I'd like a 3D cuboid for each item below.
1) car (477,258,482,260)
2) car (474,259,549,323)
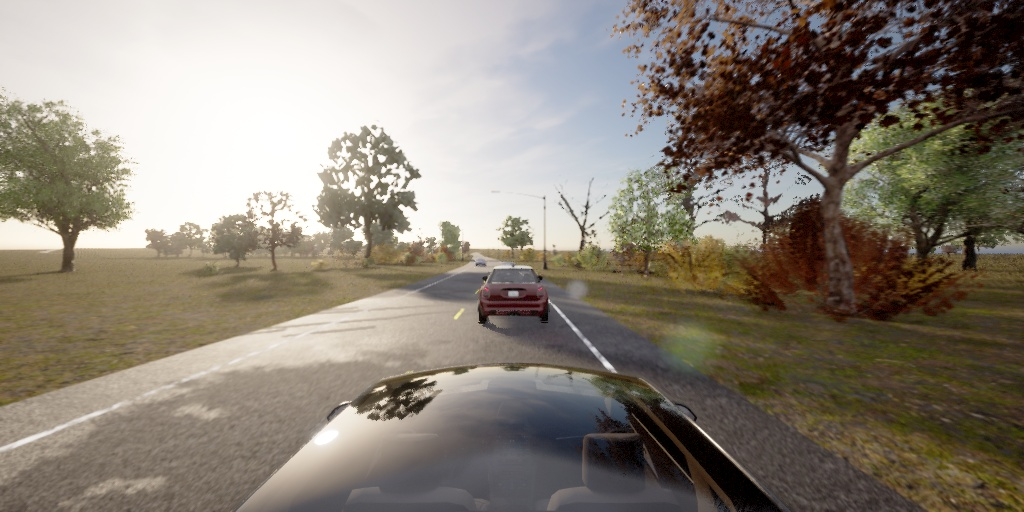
[{"bbox_3d":[-5.447,1.156,62.749,1.812,1.442,4.674,0,0,-3],"label":"car"},{"bbox_3d":[0.022,1.089,12.294,2.097,1.767,4.553,0,0,-1],"label":"car"}]
